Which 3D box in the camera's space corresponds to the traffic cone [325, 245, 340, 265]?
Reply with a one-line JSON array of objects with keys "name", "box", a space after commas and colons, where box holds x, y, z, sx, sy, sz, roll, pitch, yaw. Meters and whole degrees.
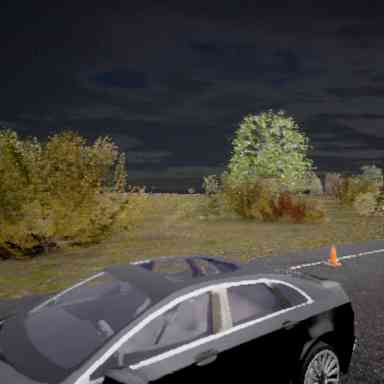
[{"name": "traffic cone", "box": [4.367, 1.931, 10.280, 0.340, 0.580, 0.340, 0, 0, -34]}]

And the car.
[{"name": "car", "box": [-0.359, 1.479, 3.235, 4.902, 1.511, 2.128, 0, 0, -35]}]
